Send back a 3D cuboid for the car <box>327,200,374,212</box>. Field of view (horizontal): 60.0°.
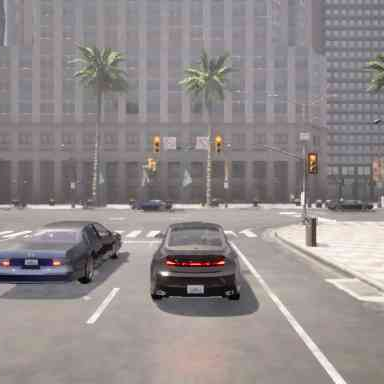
[{"bbox_3d":[18.222,1.601,38.500,4.718,1.301,1.895,0,0,0],"label":"car"}]

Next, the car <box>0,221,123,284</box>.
[{"bbox_3d":[-3.421,1.547,9.618,2.033,1.411,5.357,0,0,0],"label":"car"}]

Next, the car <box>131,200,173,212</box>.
[{"bbox_3d":[-4.620,1.601,38.567,4.718,1.301,1.895,0,0,0],"label":"car"}]

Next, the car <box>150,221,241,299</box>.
[{"bbox_3d":[0.076,1.505,8.424,1.837,1.490,4.892,0,0,0],"label":"car"}]
